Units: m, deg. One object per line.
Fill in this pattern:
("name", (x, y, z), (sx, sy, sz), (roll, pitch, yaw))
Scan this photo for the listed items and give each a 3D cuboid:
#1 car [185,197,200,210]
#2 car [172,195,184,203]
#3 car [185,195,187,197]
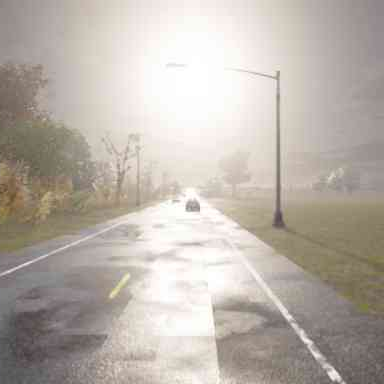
("car", (0.101, 1.702, 45.462), (1.994, 1.385, 4.181), (0, 0, 0))
("car", (-3.499, 1.756, 73.938), (2.033, 1.411, 5.357), (0, 0, 0))
("car", (0.100, 1.734, 63.056), (2.033, 1.411, 5.357), (0, 0, 0))
